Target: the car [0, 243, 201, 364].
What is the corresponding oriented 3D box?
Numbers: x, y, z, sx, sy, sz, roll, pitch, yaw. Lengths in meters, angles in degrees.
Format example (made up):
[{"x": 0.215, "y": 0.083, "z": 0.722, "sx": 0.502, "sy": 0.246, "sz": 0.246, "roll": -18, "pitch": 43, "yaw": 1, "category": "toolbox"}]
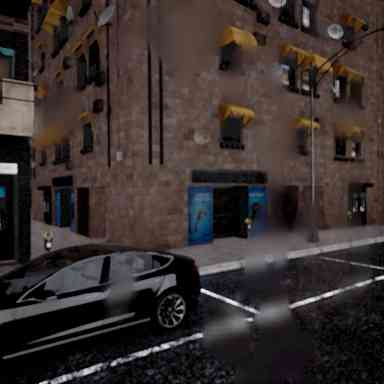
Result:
[{"x": -1.835, "y": 1.560, "z": 5.257, "sx": 4.313, "sy": 1.339, "sz": 1.947, "roll": 0, "pitch": 0, "yaw": -36, "category": "car"}]
